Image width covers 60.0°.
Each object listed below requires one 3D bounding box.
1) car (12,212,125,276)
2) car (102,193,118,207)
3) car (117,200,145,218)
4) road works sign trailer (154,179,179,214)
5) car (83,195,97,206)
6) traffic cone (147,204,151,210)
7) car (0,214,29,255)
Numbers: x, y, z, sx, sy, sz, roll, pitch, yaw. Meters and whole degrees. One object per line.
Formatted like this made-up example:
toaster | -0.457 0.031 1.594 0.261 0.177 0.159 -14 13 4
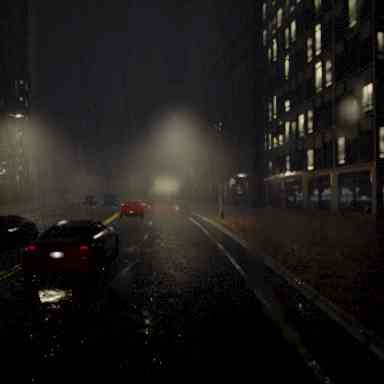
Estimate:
car | -3.504 1.555 10.395 1.994 1.385 4.181 0 0 -3
car | -12.676 1.163 51.700 2.150 2.045 5.566 0 0 -13
car | -5.197 1.450 29.334 1.882 1.535 5.008 0 0 -7
road works sign trailer | -2.646 0.437 34.718 2.380 3.560 2.880 0 0 -10
car | -16.722 1.280 54.667 2.097 1.767 4.553 0 0 -13
traffic cone | -5.198 1.920 41.381 0.340 0.580 0.340 0 0 -10
car | -7.017 1.516 11.636 1.812 1.442 4.674 0 0 -3
